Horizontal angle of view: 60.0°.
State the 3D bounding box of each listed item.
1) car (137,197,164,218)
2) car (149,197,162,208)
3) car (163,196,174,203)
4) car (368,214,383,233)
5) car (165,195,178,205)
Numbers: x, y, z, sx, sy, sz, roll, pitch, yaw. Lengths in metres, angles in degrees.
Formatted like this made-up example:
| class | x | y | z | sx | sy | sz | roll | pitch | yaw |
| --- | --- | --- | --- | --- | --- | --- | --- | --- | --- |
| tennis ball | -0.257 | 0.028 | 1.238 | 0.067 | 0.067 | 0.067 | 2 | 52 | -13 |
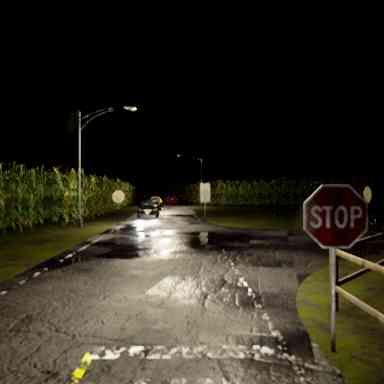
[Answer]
| class | x | y | z | sx | sy | sz | roll | pitch | yaw |
| --- | --- | --- | --- | --- | --- | --- | --- | --- | --- |
| car | -3.904 | 1.496 | 30.465 | 2.128 | 1.511 | 4.902 | 0 | 0 | -3 |
| car | -5.578 | 1.500 | 51.178 | 1.882 | 1.535 | 5.008 | 0 | 0 | -6 |
| car | -5.059 | 1.602 | 70.715 | 1.994 | 1.385 | 4.181 | 0 | 0 | -8 |
| car | 10.953 | 1.398 | 16.472 | 4.718 | 1.301 | 1.895 | -1 | 0 | 4 |
| car | -3.703 | 1.386 | 60.731 | 2.097 | 1.767 | 4.553 | 0 | 0 | -7 |
